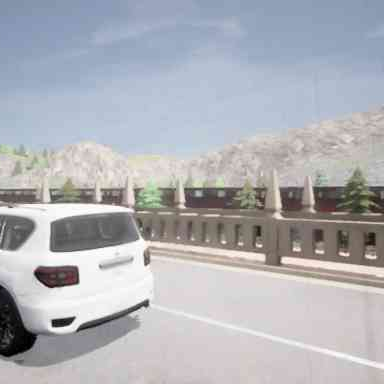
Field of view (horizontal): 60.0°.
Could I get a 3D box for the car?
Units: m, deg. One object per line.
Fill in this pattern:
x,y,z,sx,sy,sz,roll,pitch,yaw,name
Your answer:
-3.246,1.233,6.300,5.566,2.045,2.150,0,0,35,car
